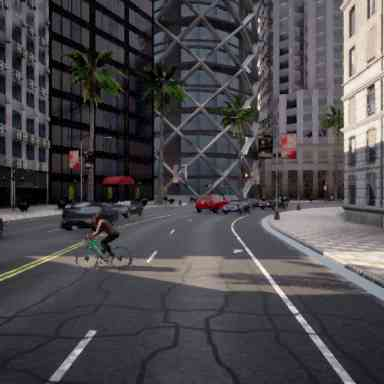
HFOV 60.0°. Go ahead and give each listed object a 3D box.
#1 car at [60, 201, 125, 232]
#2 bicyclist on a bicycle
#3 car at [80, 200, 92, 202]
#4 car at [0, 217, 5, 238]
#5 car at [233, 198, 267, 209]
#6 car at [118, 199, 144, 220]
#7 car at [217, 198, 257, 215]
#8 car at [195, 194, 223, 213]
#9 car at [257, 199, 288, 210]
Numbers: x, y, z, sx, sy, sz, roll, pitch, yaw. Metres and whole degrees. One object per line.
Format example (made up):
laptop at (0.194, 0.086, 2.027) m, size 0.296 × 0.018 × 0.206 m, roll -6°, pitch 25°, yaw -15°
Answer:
car at (-6.095, 1.547, 20.632) m, size 2.033 × 1.411 × 5.357 m, roll 0°, pitch 0°, yaw 6°
bicyclist on a bicycle at (-2.565, 1.454, 9.592) m, size 1.656 × 1.620 × 0.582 m, roll -1°, pitch 0°, yaw 2°
car at (-8.779, 1.478, 27.687) m, size 1.882 × 1.535 × 5.008 m, roll 0°, pitch 0°, yaw 12°
car at (-10.029, 1.525, 14.302) m, size 1.812 × 1.442 × 4.674 m, roll 0°, pitch 0°, yaw 3°
car at (7.974, 1.547, 45.684) m, size 2.033 × 1.411 × 5.357 m, roll 0°, pitch 0°, yaw 42°
car at (-5.355, 1.330, 26.964) m, size 1.812 × 1.442 × 4.674 m, roll 0°, pitch 0°, yaw 12°
car at (4.768, 1.547, 34.309) m, size 2.033 × 1.411 × 5.357 m, roll 0°, pitch 0°, yaw 26°
car at (2.322, 1.221, 37.130) m, size 2.150 × 2.045 × 5.566 m, roll 0°, pitch 0°, yaw 27°
car at (10.589, 1.547, 43.223) m, size 2.033 × 1.411 × 5.357 m, roll 0°, pitch 0°, yaw 41°
